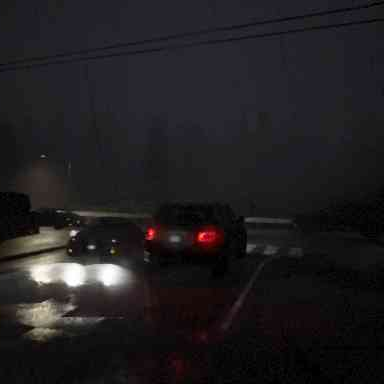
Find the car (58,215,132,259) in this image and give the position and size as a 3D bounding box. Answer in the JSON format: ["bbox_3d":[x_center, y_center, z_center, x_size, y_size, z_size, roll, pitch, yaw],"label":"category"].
[{"bbox_3d":[-3.226,1.684,13.054,1.994,1.385,4.181,1,-1,3],"label":"car"}]

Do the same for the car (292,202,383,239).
[{"bbox_3d":[8.926,1.606,20.059,5.566,2.045,2.150,1,-1,19],"label":"car"}]

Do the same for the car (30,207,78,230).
[{"bbox_3d":[-9.087,1.708,22.042,4.181,1.385,1.994,1,-1,23],"label":"car"}]

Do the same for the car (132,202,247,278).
[{"bbox_3d":[0.389,1.363,11.013,2.150,2.045,5.566,1,-1,18],"label":"car"}]
